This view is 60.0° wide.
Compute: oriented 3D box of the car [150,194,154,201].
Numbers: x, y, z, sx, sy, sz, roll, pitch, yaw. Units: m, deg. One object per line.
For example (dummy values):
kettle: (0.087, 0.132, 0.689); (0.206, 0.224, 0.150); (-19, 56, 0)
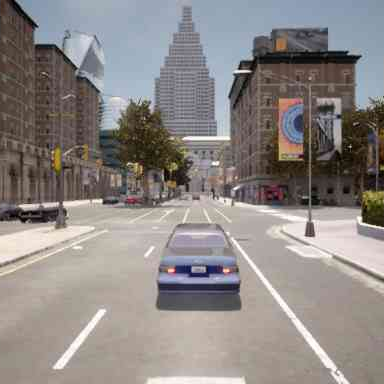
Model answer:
car: (-10.472, 1.345, 80.464); (2.097, 1.767, 4.553); (0, 0, 1)

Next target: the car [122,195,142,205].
car: (-10.809, 1.470, 59.873); (1.882, 1.535, 5.008); (0, 0, 1)

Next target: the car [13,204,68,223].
car: (-11.288, 1.597, 25.403); (1.895, 1.301, 4.718); (0, 0, 1)

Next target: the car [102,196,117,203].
car: (-17.360, 1.586, 69.847); (1.895, 1.301, 4.718); (0, 0, 1)

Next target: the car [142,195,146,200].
car: (-10.608, 1.491, 69.999); (1.837, 1.490, 4.892); (0, 0, 1)

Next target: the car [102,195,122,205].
car: (-14.328, 1.593, 58.693); (1.895, 1.301, 4.718); (0, 0, 1)

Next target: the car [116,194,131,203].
car: (-14.124, 1.346, 68.799); (2.097, 1.767, 4.553); (0, 0, 1)

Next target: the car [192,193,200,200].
car: (1.154, 1.338, 90.026); (2.097, 1.767, 4.553); (0, 0, 1)

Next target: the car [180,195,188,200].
car: (-2.346, 1.507, 90.101); (1.812, 1.442, 4.674); (0, 0, 1)

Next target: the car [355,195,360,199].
car: (35.348, 1.472, 70.558); (2.231, 1.521, 4.892); (0, 0, 1)

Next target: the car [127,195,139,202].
car: (-13.993, 1.467, 78.898); (1.882, 1.535, 5.008); (0, 0, 1)

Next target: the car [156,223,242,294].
car: (0.175, 1.546, 8.947); (2.033, 1.411, 5.357); (0, 0, 1)

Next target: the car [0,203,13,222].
car: (-14.782, 1.560, 25.885); (1.994, 1.385, 4.181); (0, 0, 1)
